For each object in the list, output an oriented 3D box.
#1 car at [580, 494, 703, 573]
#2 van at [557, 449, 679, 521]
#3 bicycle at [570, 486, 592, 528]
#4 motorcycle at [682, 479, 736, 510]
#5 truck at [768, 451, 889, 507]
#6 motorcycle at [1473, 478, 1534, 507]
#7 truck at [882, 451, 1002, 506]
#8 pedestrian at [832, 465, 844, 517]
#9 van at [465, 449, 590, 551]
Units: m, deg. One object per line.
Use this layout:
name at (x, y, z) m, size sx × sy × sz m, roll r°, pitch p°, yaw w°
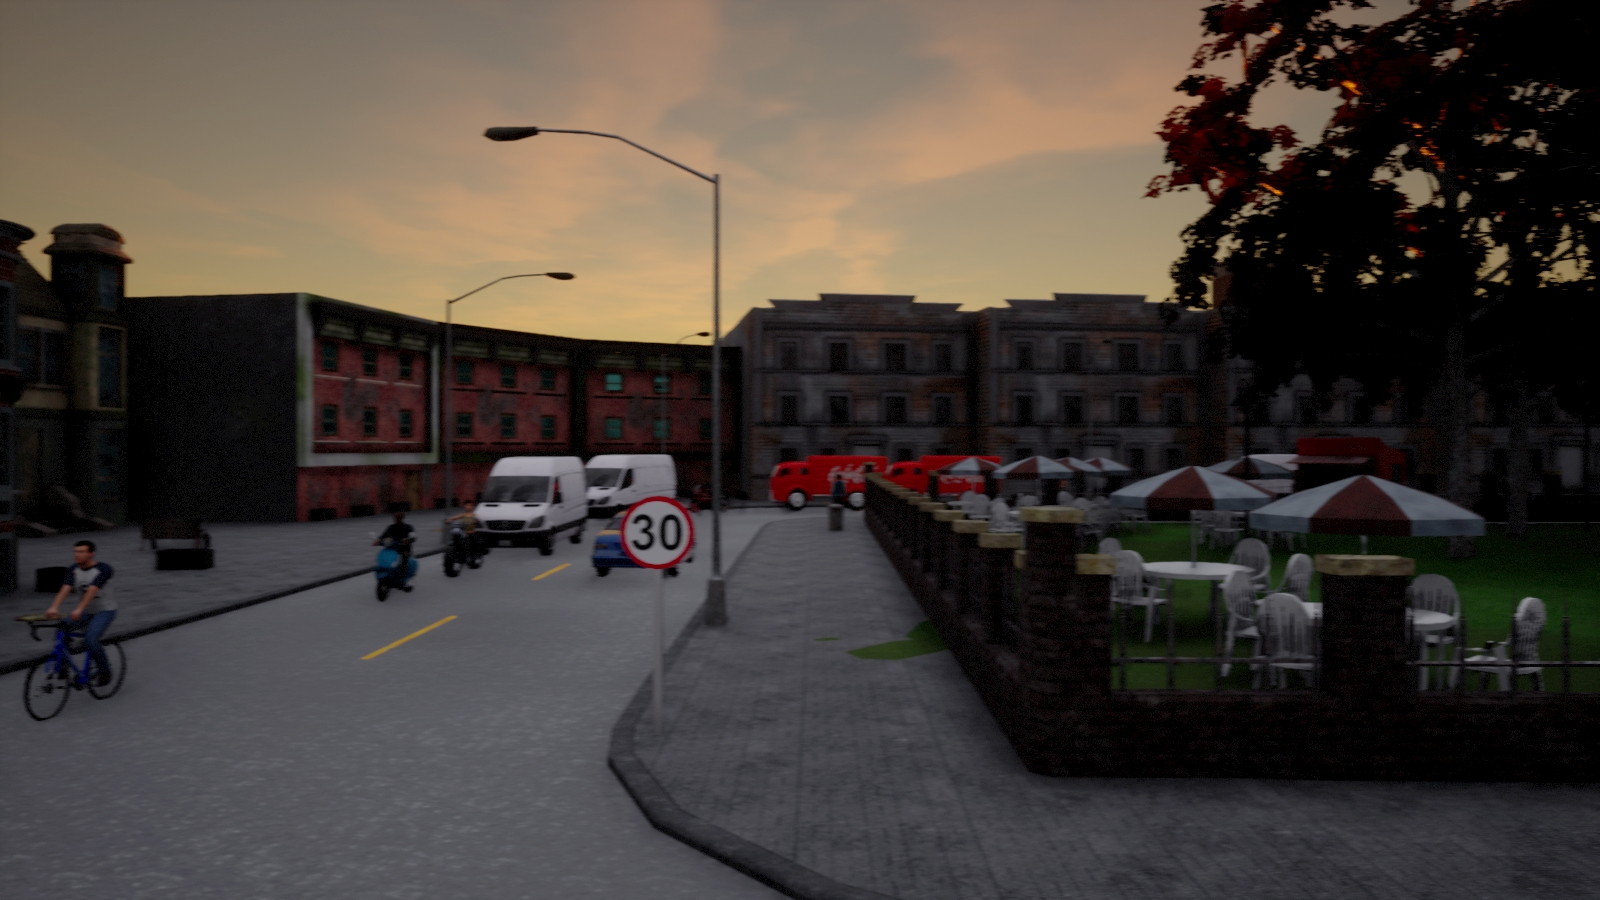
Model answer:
car at (-3.518, 1.843, 26.415) m, size 2.033 × 1.411 × 5.357 m, roll 0°, pitch 0°, yaw 1°
van at (-6.888, 1.244, 44.056) m, size 1.988 × 2.561 × 5.915 m, roll 0°, pitch 0°, yaw 20°
bicycle at (-7.264, 1.874, 37.995) m, size 0.373 × 1.296 × 1.643 m, roll 0°, pitch 1°, yaw 2°
motorcycle at (-3.939, 1.910, 49.557) m, size 2.209 × 1.251 × 0.867 m, roll 0°, pitch 0°, yaw -41°
truck at (1.243, 1.272, 52.230) m, size 5.204 × 2.467 × 2.627 m, roll 0°, pitch 0°, yaw -6°
motorcycle at (32.033, 1.931, 52.037) m, size 2.209 × 1.251 × 0.867 m, roll 0°, pitch 0°, yaw 1°
truck at (6.451, 1.274, 52.408) m, size 5.204 × 2.467 × 2.627 m, roll 0°, pitch 0°, yaw 0°
pedestrian at (1.358, 1.464, 40.962) m, size 0.375 × 1.860 × 0.375 m, roll 0°, pitch 0°, yaw 11°
van at (-7.451, 1.261, 31.906) m, size 1.988 × 2.561 × 5.915 m, roll 0°, pitch 0°, yaw 1°
